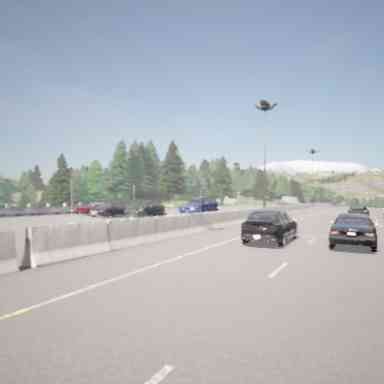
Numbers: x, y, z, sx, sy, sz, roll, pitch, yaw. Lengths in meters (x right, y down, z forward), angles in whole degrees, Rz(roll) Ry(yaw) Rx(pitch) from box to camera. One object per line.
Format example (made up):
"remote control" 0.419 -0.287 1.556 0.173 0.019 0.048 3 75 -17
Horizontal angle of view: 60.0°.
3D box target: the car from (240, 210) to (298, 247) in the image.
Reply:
"car" 3.777 1.623 15.850 1.837 1.490 4.892 0 -1 27

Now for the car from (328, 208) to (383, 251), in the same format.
"car" 7.294 1.694 15.039 2.033 1.411 5.357 0 -1 27

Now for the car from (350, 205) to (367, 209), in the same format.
"car" 16.381 2.003 32.800 2.128 1.511 4.902 0 -1 27

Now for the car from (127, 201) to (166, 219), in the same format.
"car" -4.351 1.570 31.125 2.097 1.767 4.553 0 -1 27

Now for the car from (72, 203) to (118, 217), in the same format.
"car" -10.160 1.806 35.145 1.895 1.301 4.718 0 -1 27

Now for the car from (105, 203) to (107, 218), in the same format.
"car" -7.831 1.714 32.012 1.812 1.442 4.674 0 -1 27

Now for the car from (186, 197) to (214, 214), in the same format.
"car" 0.787 1.542 33.472 2.150 2.045 5.566 0 -1 27
